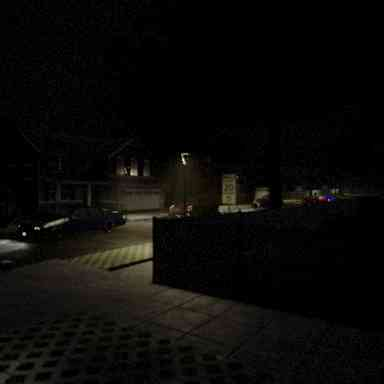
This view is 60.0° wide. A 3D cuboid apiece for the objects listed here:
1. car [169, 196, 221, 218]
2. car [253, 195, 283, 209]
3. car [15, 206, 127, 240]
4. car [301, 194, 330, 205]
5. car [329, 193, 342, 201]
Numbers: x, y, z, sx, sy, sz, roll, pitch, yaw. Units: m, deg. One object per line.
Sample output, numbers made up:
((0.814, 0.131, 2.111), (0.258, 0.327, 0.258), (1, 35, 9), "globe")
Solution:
((0.279, 1.098, 25.060), (2.097, 1.767, 4.553), (1, 1, 35), "car")
((8.329, 1.068, 36.409), (2.128, 1.511, 4.902), (1, 2, 36), "car")
((-5.729, 1.403, 16.571), (2.033, 1.411, 5.357), (1, 1, 35), "car")
((15.139, 1.133, 41.053), (1.895, 1.301, 4.718), (1, 2, 36), "car")
((20.757, 0.910, 49.084), (1.812, 1.442, 4.674), (1, 2, 35), "car")
